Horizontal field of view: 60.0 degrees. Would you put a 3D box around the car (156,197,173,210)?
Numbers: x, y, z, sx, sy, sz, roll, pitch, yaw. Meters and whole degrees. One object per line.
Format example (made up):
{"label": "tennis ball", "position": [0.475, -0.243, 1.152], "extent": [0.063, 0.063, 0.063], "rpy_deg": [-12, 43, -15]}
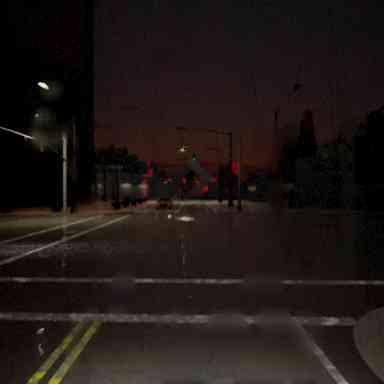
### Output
{"label": "car", "position": [-3.475, 1.420, 42.666], "extent": [1.882, 1.535, 5.008], "rpy_deg": [0, 0, 1]}
